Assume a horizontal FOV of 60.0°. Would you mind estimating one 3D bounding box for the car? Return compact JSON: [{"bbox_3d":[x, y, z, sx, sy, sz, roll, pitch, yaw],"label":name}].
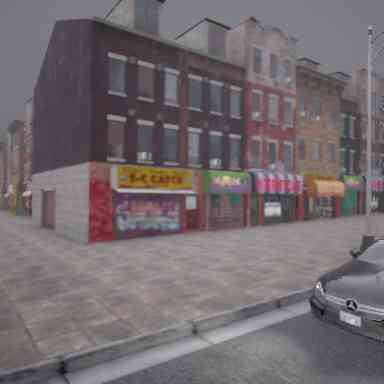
[{"bbox_3d":[4.107,1.500,6.002,4.674,1.442,1.812,0,0,-36],"label":"car"}]
